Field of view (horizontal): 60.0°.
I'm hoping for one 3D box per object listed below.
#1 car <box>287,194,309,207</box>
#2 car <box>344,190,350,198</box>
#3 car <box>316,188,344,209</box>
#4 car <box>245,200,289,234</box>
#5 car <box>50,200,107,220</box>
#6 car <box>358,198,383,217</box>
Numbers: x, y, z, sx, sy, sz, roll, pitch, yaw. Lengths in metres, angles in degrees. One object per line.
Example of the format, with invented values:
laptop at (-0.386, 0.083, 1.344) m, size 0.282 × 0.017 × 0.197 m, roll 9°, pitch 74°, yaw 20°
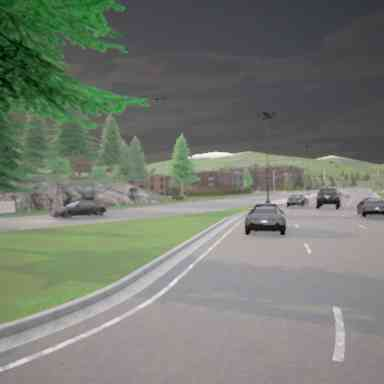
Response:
car at (12.294, 0.985, 38.611) m, size 2.033 × 1.411 × 5.357 m, roll -1°, pitch 1°, yaw 27°
car at (29.925, 0.419, 65.497) m, size 1.812 × 1.442 × 4.674 m, roll -1°, pitch 1°, yaw 27°
car at (14.595, 0.647, 35.376) m, size 2.150 × 2.045 × 5.566 m, roll -1°, pitch 0°, yaw 26°
car at (3.944, 1.336, 17.640) m, size 1.994 × 1.385 × 4.181 m, roll -1°, pitch 1°, yaw 15°
car at (-9.356, 1.422, 27.738) m, size 1.812 × 1.442 × 4.674 m, roll 0°, pitch 1°, yaw 42°
car at (13.823, 1.101, 25.317) m, size 1.994 × 1.385 × 4.181 m, roll -1°, pitch 1°, yaw 22°
